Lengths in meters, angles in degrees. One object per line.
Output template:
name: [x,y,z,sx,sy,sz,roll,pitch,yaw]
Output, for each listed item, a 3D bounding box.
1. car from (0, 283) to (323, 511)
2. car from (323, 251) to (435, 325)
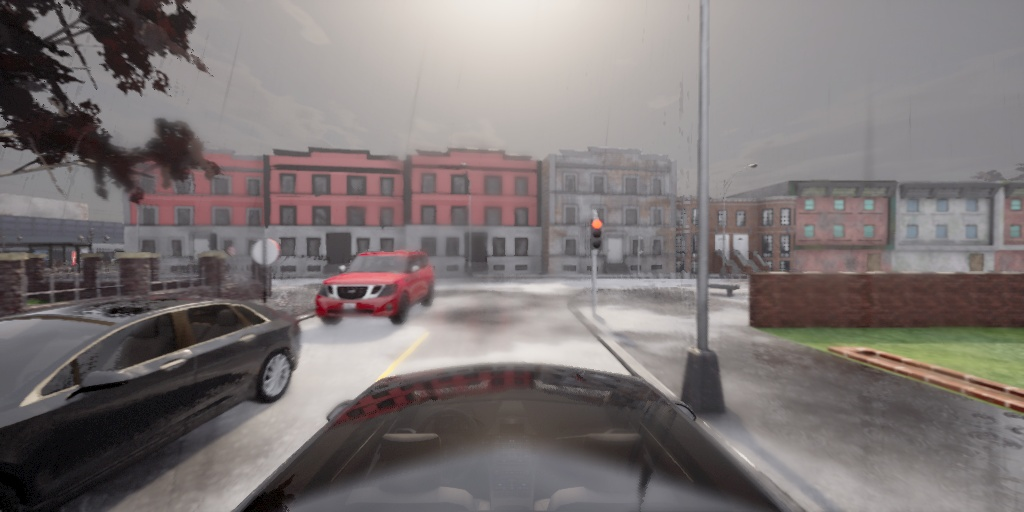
car: [-4.077,1.236,3.450,1.837,1.490,4.892,0,1,0]
car: [-4.005,0.845,11.614,2.150,2.045,5.566,0,1,0]
